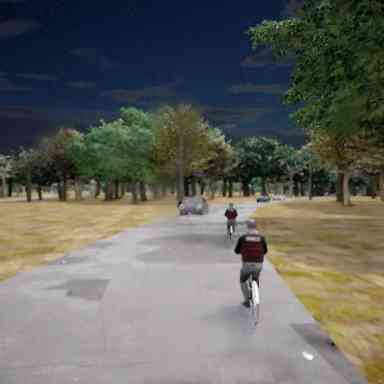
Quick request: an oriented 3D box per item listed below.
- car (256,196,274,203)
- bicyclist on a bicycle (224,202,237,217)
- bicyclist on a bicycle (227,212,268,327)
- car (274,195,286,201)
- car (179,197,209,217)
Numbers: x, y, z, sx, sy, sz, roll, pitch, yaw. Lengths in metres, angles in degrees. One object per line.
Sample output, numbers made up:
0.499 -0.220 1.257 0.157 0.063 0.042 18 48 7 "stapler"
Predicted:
13.166 1.328 61.047 1.895 1.301 4.718 0 0 24 "car"
1.765 1.344 14.971 0.659 1.776 1.843 0 0 6 "bicyclist on a bicycle"
1.077 1.365 6.146 0.659 1.776 1.843 0 0 3 "bicyclist on a bicycle"
19.462 1.259 74.283 1.895 1.301 4.718 0 0 30 "car"
0.248 1.252 30.535 2.097 1.767 4.553 0 0 12 "car"
